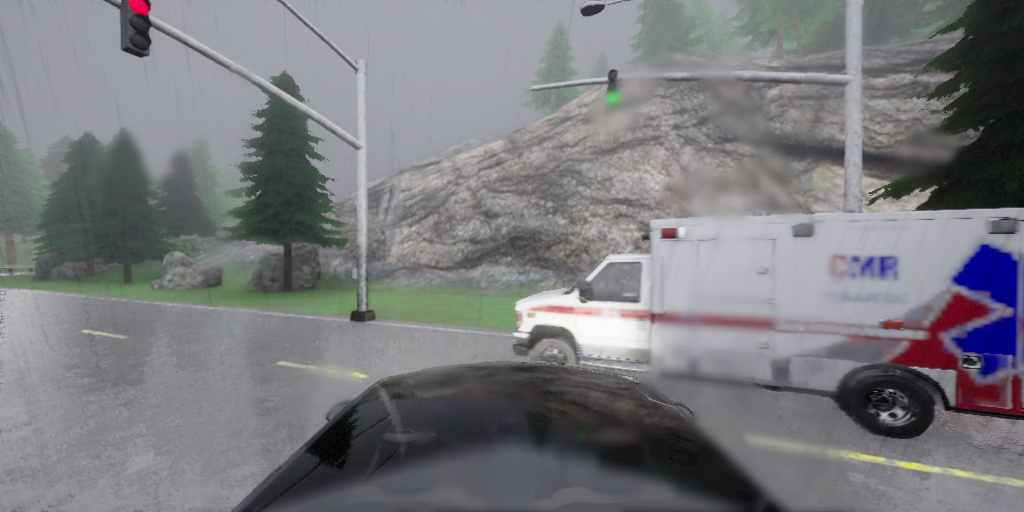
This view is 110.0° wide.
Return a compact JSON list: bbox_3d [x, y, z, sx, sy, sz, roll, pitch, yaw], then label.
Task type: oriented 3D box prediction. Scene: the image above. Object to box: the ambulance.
[{"bbox_3d":[3.185,0.726,5.349,6.366,2.431,2.351,0,1,22],"label":"ambulance"}]
